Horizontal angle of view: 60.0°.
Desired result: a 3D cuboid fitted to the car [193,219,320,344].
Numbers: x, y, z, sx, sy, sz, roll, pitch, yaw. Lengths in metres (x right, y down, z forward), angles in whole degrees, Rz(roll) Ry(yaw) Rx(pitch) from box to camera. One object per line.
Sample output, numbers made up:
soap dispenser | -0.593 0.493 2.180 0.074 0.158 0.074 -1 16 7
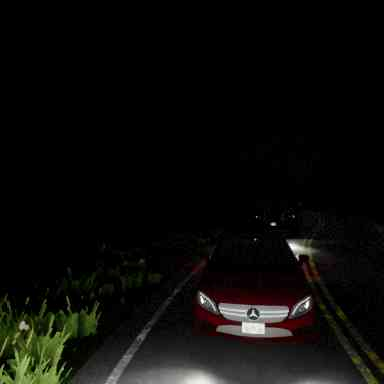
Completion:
car | 1.229 1.534 6.670 1.812 1.442 4.674 -1 0 11

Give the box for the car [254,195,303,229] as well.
car | 4.998 1.214 18.842 2.150 2.045 5.566 -2 -1 22
